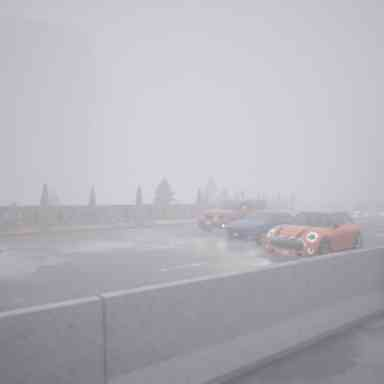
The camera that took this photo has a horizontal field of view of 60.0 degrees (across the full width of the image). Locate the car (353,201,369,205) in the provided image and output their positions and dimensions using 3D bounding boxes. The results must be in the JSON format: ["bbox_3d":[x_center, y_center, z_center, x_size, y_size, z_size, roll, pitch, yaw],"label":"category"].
[{"bbox_3d":[25.908,2.204,51.322,1.837,1.490,4.892,1,0,19],"label":"car"}]

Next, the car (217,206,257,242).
[{"bbox_3d":[3.712,1.658,16.649,1.882,1.535,5.008,0,-1,45],"label":"car"}]

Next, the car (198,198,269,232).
[{"bbox_3d":[2.832,1.428,20.660,2.150,2.045,5.566,0,-1,44],"label":"car"}]

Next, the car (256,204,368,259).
[{"bbox_3d":[4.807,1.511,12.908,4.553,1.767,2.097,1,-1,-44],"label":"car"}]

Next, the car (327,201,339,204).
[{"bbox_3d":[24.163,2.298,57.231,1.994,1.385,4.181,0,0,17],"label":"car"}]

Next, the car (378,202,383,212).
[{"bbox_3d":[28.821,2.217,49.113,1.837,1.490,4.892,1,-1,20],"label":"car"}]
